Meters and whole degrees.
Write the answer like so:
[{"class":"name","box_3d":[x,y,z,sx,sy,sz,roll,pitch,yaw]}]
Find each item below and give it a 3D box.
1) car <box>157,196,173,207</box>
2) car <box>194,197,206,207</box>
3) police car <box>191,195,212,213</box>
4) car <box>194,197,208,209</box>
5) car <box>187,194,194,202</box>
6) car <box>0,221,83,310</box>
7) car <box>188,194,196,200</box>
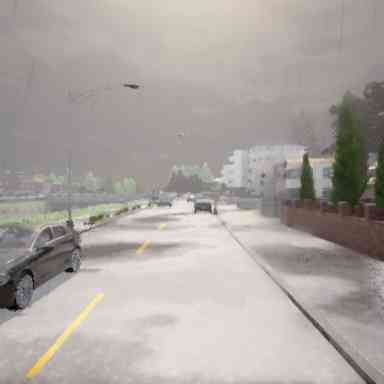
[{"class":"car","box_3d":[-4.086,1.350,50.107,2.097,1.767,4.553,0,0,0]},{"class":"car","box_3d":[1.186,1.503,52.917,1.837,1.490,4.892,0,0,0]},{"class":"police car","box_3d":[1.190,1.424,37.027,1.930,1.638,5.238,0,0,0]},{"class":"car","box_3d":[1.187,1.476,46.917,1.882,1.535,5.008,0,0,0]},{"class":"car","box_3d":[-0.018,1.437,71.766,1.994,1.385,4.181,0,0,0]},{"class":"car","box_3d":[-4.102,1.491,7.846,2.128,1.511,4.902,0,0,0]},{"class":"car","box_3d":[-0.021,1.326,87.759,1.882,1.535,5.008,0,0,0]}]
